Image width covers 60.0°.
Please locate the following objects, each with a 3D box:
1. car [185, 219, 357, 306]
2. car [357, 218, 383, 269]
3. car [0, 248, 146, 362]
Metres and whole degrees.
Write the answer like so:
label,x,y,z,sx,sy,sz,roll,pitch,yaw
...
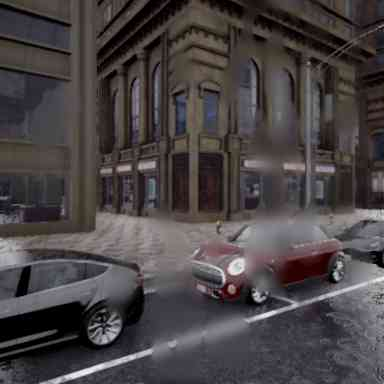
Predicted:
label,x,y,z,sx,sy,sz,roll,pitch,yaw
car,1.818,1.436,7.943,4.097,1.590,1.967,0,0,-36
car,6.377,1.559,11.197,4.313,1.339,1.947,0,0,-36
car,-2.742,1.565,4.689,4.313,1.339,1.947,0,0,-36
